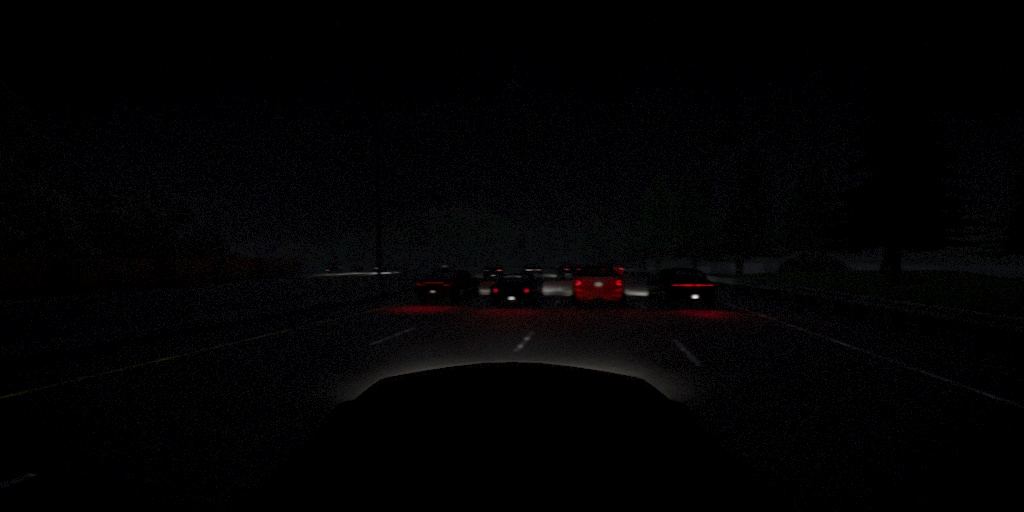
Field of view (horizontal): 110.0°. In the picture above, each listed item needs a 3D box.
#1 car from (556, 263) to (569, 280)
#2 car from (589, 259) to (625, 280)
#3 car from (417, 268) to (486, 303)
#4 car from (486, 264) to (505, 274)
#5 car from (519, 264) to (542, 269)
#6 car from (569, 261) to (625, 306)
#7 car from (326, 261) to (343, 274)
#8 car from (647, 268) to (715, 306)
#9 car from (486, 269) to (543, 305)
[{"bbox_3d":[5.302,1.413,33.836,2.128,1.511,4.902,-1,0,-1],"label":"car"},{"bbox_3d":[8.809,1.223,33.674,2.097,1.767,4.553,-1,-1,-1],"label":"car"},{"bbox_3d":[-3.004,1.388,17.963,1.882,1.535,5.008,-1,0,10],"label":"car"},{"bbox_3d":[-1.697,1.504,33.761,2.128,1.511,4.902,-1,0,-1],"label":"car"},{"bbox_3d":[1.803,1.458,33.796,2.128,1.511,4.902,-1,0,-1],"label":"car"},{"bbox_3d":[3.808,1.158,16.254,2.097,1.767,4.553,-1,-1,10],"label":"car"},{"bbox_3d":[-28.591,1.745,57.730,2.150,2.045,5.566,0,-1,-25],"label":"car"},{"bbox_3d":[7.282,1.267,15.818,1.837,1.490,4.892,-1,0,10],"label":"car"},{"bbox_3d":[0.382,1.459,16.936,1.895,1.301,4.718,-1,0,11],"label":"car"}]
